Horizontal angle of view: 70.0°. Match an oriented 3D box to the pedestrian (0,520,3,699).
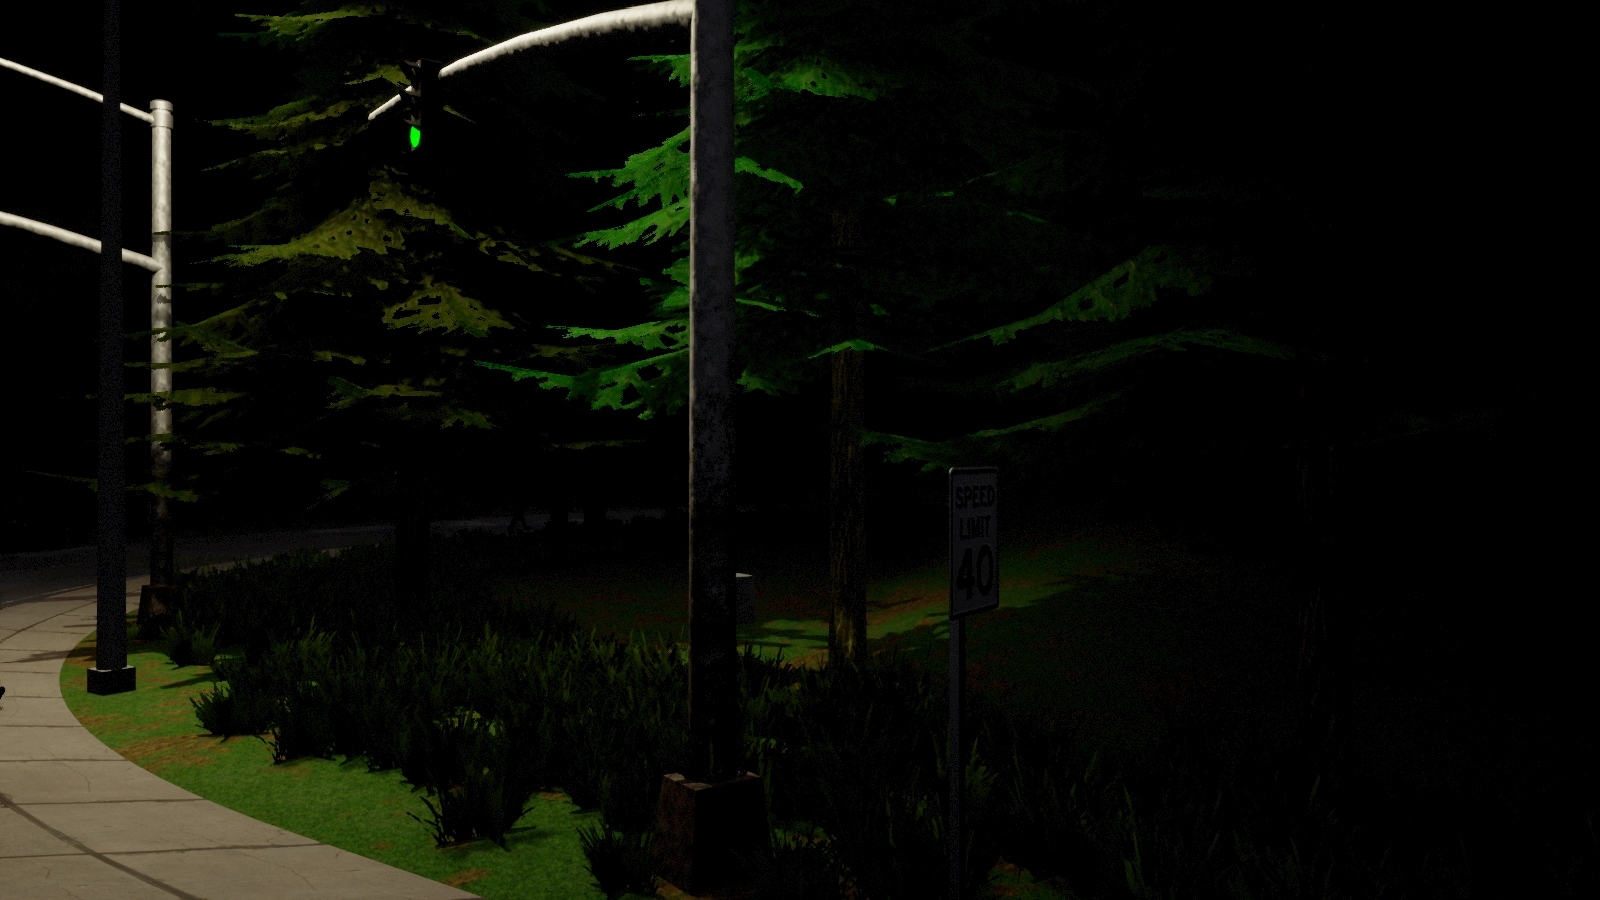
[{"bbox_3d":[-8.604,1.671,11.940,0.375,1.860,0.375,0,0,43],"label":"pedestrian"}]
